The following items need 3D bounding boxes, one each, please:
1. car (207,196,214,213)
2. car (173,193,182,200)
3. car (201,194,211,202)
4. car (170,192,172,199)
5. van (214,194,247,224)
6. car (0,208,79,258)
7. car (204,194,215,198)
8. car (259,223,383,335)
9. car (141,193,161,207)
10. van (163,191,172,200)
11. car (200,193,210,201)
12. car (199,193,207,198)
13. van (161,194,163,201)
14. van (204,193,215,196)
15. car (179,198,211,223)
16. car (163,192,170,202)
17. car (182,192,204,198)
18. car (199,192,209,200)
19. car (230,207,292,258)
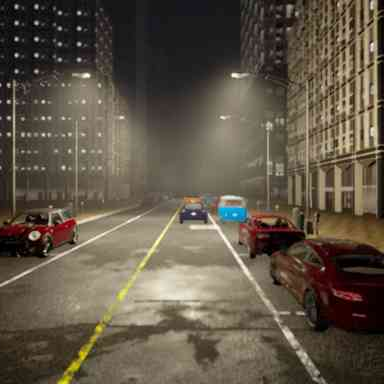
[{"bbox_3d":[2.712,1.367,33.468,1.802,1.307,4.206,1,0,0],"label":"car"},{"bbox_3d":[-2.965,1.000,74.495,1.895,1.301,4.718,0,0,0],"label":"car"},{"bbox_3d":[2.729,1.068,65.521,1.752,1.417,4.829,1,0,0],"label":"car"},{"bbox_3d":[-5.651,1.095,65.360,2.008,1.369,4.403,1,0,0],"label":"car"},{"bbox_3d":[2.709,1.197,22.837,1.690,1.788,3.998,0,0,0],"label":"van"},{"bbox_3d":[-5.678,1.365,12.158,1.967,1.590,4.097,0,0,0],"label":"car"},{"bbox_3d":[2.716,1.272,38.950,1.752,1.417,4.829,1,0,0],"label":"car"},{"bbox_3d":[2.699,1.542,6.456,1.802,1.307,4.206,0,0,0],"label":"car"},{"bbox_3d":[-5.663,1.255,44.110,1.887,1.381,4.507,1,0,0],"label":"car"},{"bbox_3d":[-5.644,0.798,75.985,1.690,1.788,3.998,1,0,0],"label":"van"},{"bbox_3d":[2.732,1.045,70.666,1.887,1.381,4.507,1,0,0],"label":"car"},{"bbox_3d":[2.740,0.912,86.606,1.887,1.381,4.507,1,1,0],"label":"car"},{"bbox_3d":[-5.658,1.011,49.420,1.690,1.788,3.998,1,0,0],"label":"van"},{"bbox_3d":[2.723,1.011,49.408,1.690,1.788,3.998,1,0,0],"label":"van"},{"bbox_3d":[0.110,1.412,24.092,1.994,1.385,4.181,0,0,0],"label":"car"},{"bbox_3d":[-5.655,1.138,60.047,2.008,1.369,4.403,1,0,0],"label":"car"},{"bbox_3d":[0.119,1.080,41.559,2.097,1.767,4.553,0,0,0],"label":"car"},{"bbox_3d":[2.735,0.897,75.978,1.967,1.590,4.097,1,0,0],"label":"car"},{"bbox_3d":[2.702,1.469,12.142,1.887,1.381,4.507,0,0,0],"label":"car"}]
